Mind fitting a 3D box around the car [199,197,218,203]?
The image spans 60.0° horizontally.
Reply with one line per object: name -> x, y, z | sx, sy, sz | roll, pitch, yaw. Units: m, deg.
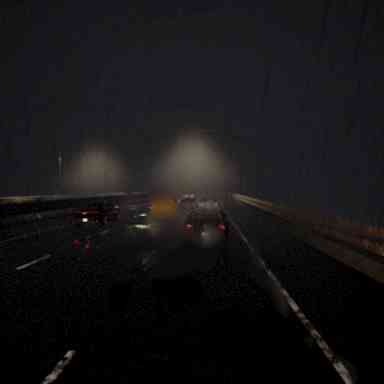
car -> 1.706, 1.203, 34.155 | 1.895, 1.301, 4.718 | -1, 1, 4

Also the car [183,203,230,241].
car -> 0.688, 1.414, 15.494 | 1.895, 1.301, 4.718 | 0, 1, 3

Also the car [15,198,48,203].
car -> -15.977, 1.327, 34.602 | 1.994, 1.385, 4.181 | -1, 1, 4

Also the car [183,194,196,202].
car -> -0.436, 1.013, 54.969 | 1.895, 1.301, 4.718 | -1, 1, 4

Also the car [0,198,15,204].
car -> -19.542, 1.352, 33.813 | 2.033, 1.411, 5.357 | -1, 1, 3

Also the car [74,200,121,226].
car -> -6.009, 1.313, 21.507 | 1.837, 1.490, 4.892 | -1, 1, 3

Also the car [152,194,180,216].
car -> -2.140, 1.177, 28.242 | 1.882, 1.535, 5.008 | -1, 1, 3

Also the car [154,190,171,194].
car -> -4.361, 0.730, 49.055 | 2.150, 2.045, 5.566 | -1, 1, 4
